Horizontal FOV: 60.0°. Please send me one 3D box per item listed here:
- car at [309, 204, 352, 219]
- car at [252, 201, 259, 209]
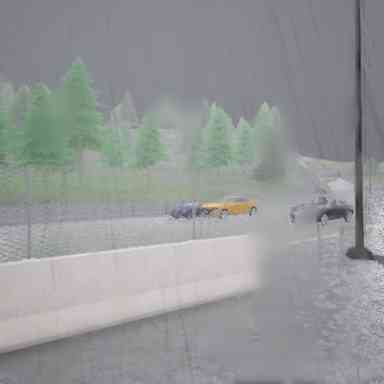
[{"bbox_3d":[7.391,0.991,18.795,4.902,1.511,2.128,-1,0,-41],"label":"car"},{"bbox_3d":[2.802,1.028,24.081,5.008,1.535,1.882,-1,0,-41],"label":"car"}]
